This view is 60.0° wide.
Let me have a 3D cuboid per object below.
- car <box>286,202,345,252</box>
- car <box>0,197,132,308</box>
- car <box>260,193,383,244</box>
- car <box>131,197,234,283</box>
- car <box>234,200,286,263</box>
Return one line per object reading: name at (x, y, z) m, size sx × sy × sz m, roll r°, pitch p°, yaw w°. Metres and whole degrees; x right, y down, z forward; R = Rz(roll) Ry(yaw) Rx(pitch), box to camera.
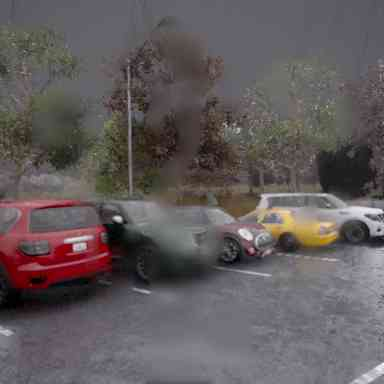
car at (2.852, 1.345, 13.215) m, size 5.366 × 1.575 × 1.946 m, roll -1°, pitch 0°, yaw 36°
car at (-4.395, 1.223, 8.115) m, size 5.566 × 2.045 × 2.435 m, roll -1°, pitch 0°, yaw 35°
car at (5.504, 1.035, 14.753) m, size 5.566 × 2.045 × 2.435 m, roll -1°, pitch 0°, yaw 36°
car at (-1.890, 1.181, 9.770) m, size 5.566 × 2.045 × 2.435 m, roll -1°, pitch 0°, yaw 36°
car at (0.518, 1.267, 11.471) m, size 4.553 × 1.767 × 2.185 m, roll -1°, pitch 0°, yaw 36°
